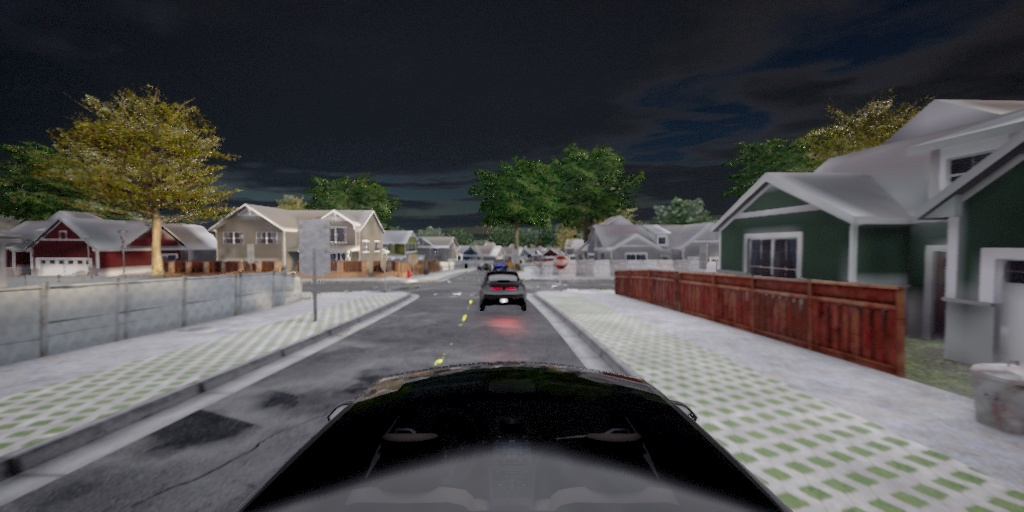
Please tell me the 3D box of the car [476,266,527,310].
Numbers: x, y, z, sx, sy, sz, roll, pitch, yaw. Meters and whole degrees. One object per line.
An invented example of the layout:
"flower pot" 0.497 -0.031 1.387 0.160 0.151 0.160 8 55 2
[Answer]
"car" -0.454 1.380 15.409 1.837 1.490 4.892 0 0 -4

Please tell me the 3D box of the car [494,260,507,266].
"car" -1.966 1.665 65.352 2.150 2.045 5.566 0 0 5

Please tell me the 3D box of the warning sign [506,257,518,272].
"warning sign" -0.193 1.343 47.757 1.300 1.860 1.060 0 0 0

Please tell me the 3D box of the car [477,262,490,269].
"car" -4.940 1.881 62.892 1.882 1.535 5.008 0 -1 4
